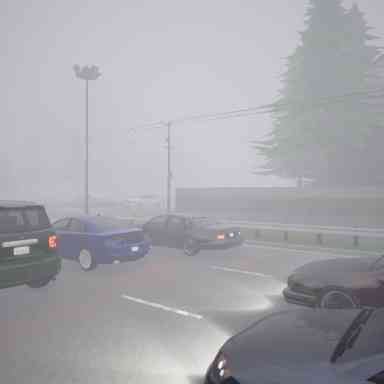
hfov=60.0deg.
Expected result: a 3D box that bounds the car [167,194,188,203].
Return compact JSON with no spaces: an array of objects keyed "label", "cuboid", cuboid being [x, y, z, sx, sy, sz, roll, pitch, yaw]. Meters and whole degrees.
[{"label":"car","cuboid":[-3.069,1.358,70.197,2.097,1.767,4.553,0,0,37]}]

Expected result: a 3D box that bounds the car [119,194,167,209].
[{"label":"car","cuboid":[-6.206,1.223,42.973,2.150,2.045,5.566,0,0,37]}]

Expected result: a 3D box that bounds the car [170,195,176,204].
[{"label":"car","cuboid":[-4.667,1.550,62.400,2.033,1.411,5.357,0,0,37]}]

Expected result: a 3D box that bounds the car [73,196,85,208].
[{"label":"car","cuboid":[-14.899,1.528,48.881,1.812,1.442,4.674,0,0,37]}]

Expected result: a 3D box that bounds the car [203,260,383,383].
[{"label":"car","cuboid":[2.115,1.564,2.434,4.181,1.385,1.994,0,0,37]}]

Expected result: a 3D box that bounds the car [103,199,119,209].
[{"label":"car","cuboid":[-9.140,1.603,44.897,1.895,1.301,4.718,0,0,37]}]

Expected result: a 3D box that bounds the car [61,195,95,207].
[{"label":"car","cuboid":[-17.501,1.354,51.243,2.097,1.767,4.553,0,0,37]}]

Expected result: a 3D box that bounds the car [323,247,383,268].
[{"label":"car","cuboid":[4.263,1.547,5.202,5.357,1.411,2.033,0,0,37]}]

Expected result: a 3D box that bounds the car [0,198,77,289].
[{"label":"car","cuboid":[-5.428,1.222,8.022,5.566,2.045,2.150,0,0,37]}]

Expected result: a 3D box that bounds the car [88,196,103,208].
[{"label":"car","cuboid":[-12.128,1.603,46.747,1.895,1.301,4.718,0,0,37]}]

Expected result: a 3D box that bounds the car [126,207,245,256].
[{"label":"car","cuboid":[-0.618,1.548,13.167,5.357,1.411,2.033,0,0,37]}]

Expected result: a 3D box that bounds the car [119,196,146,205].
[{"label":"car","cuboid":[-10.735,1.528,60.184,1.812,1.442,4.674,0,0,37]}]

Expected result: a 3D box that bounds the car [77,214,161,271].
[{"label":"car","cuboid":[-3.612,1.478,11.038,5.008,1.535,1.882,0,0,37]}]

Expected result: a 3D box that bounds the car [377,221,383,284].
[{"label":"car","cuboid":[6.974,1.526,7.546,4.674,1.442,1.812,0,0,37]}]
